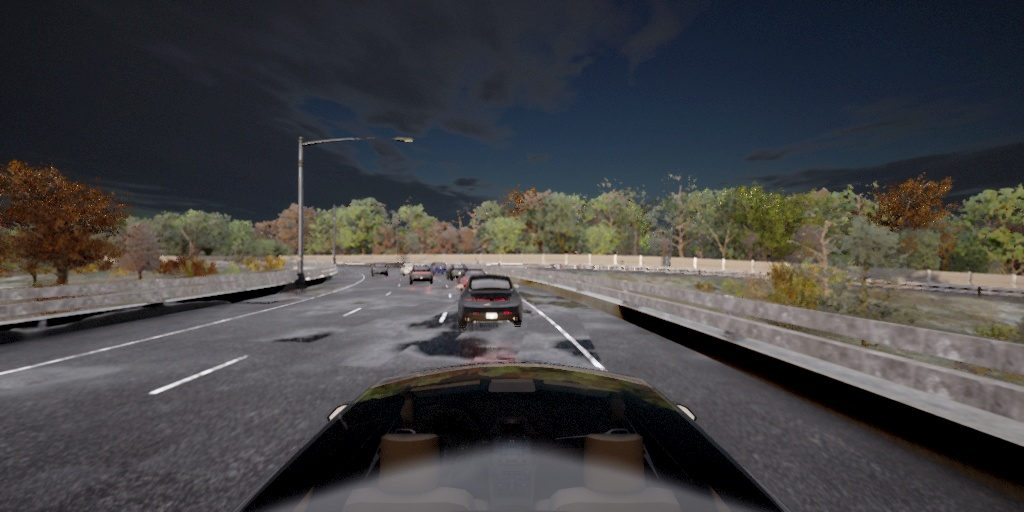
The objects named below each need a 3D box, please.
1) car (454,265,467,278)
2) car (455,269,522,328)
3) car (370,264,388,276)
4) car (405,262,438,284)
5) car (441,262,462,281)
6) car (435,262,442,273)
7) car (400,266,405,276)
[{"bbox_3d":[-2.507,1.521,23.251,1.994,1.385,4.181,0,0,-11],"label":"car"},{"bbox_3d":[-0.772,1.353,11.924,1.837,1.490,4.892,0,0,-5],"label":"car"},{"bbox_3d":[-16.046,1.649,43.368,2.128,1.511,4.902,0,-1,-23],"label":"car"},{"bbox_3d":[-7.677,1.519,30.234,2.128,1.511,4.902,0,0,-15],"label":"car"},{"bbox_3d":[-5.239,1.554,34.351,2.128,1.511,4.902,0,-1,-16],"label":"car"},{"bbox_3d":[-9.558,1.529,45.894,2.097,1.767,4.553,0,-1,-23],"label":"car"},{"bbox_3d":[-12.652,1.689,44.299,1.812,1.442,4.674,0,-1,-23],"label":"car"}]
